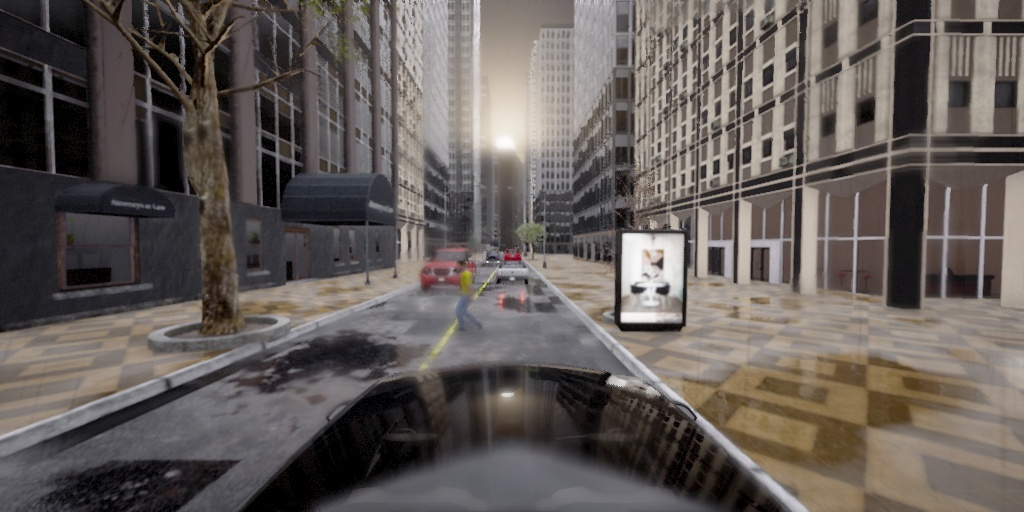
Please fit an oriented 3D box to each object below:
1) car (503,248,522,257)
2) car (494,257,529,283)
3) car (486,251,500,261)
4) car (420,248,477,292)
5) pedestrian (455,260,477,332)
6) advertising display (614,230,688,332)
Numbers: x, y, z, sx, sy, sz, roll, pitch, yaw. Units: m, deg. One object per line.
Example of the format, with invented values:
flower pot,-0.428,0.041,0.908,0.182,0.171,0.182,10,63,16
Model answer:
car,0.080,0.052,45.821,2.150,2.045,5.566,0,1,0
car,0.036,0.921,22.120,1.895,1.301,4.718,0,1,0
car,-3.084,-0.081,59.065,2.097,1.767,4.553,0,1,0
car,-3.101,0.615,18.543,2.150,2.045,5.566,0,1,0
pedestrian,-1.140,0.895,8.725,0.375,1.860,0.375,-1,2,-1
advertising display,3.133,0.637,8.186,1.540,2.440,0.280,0,0,0
